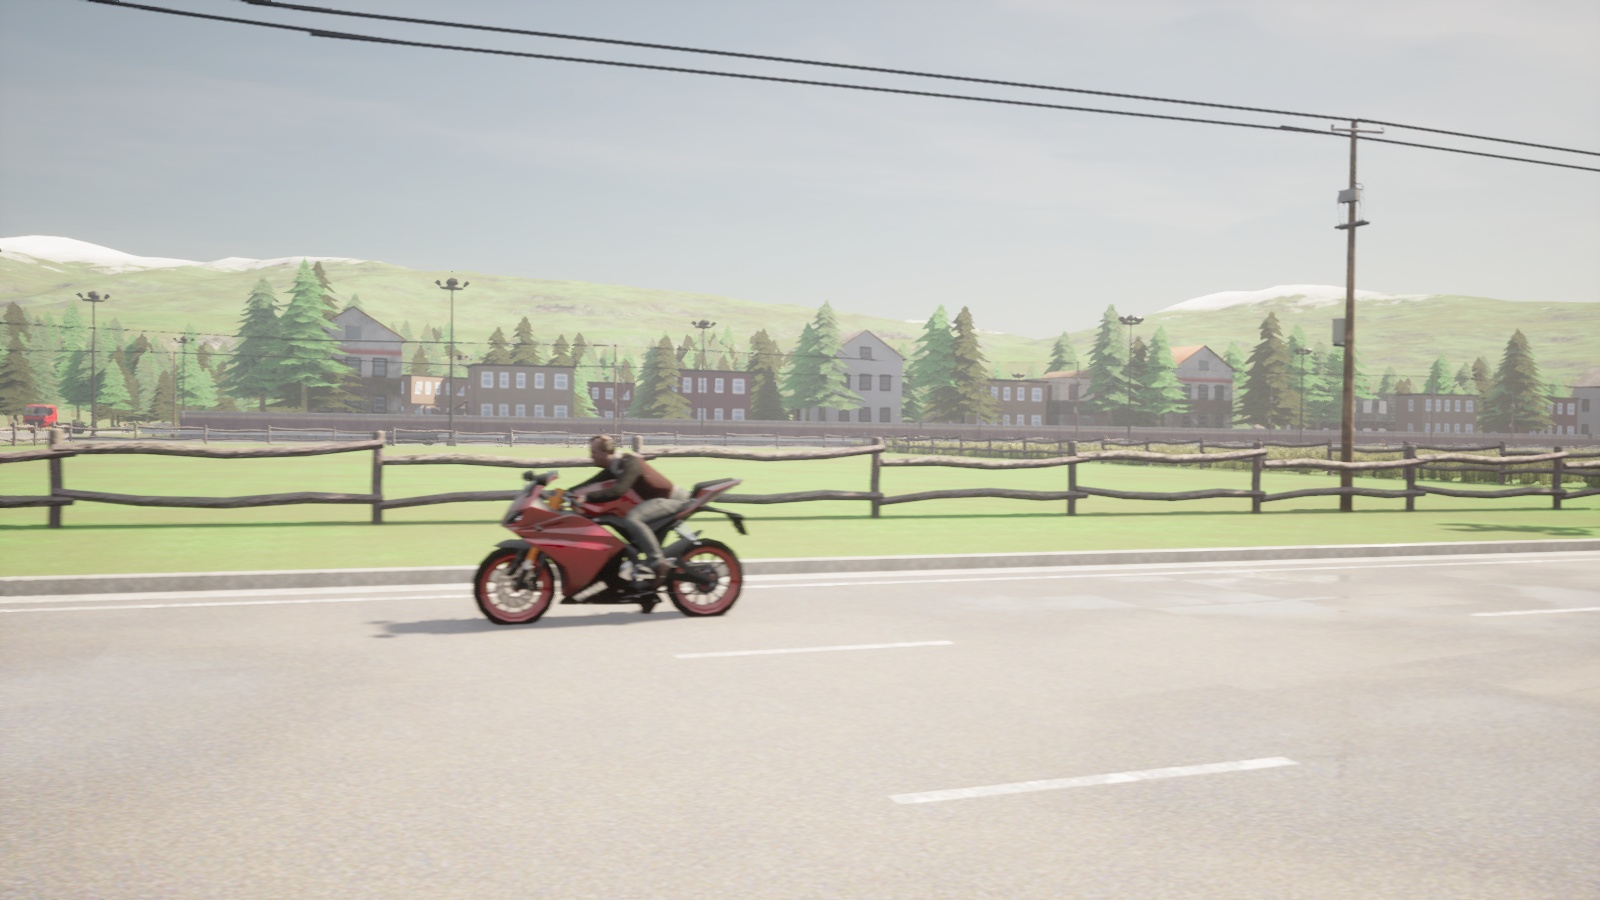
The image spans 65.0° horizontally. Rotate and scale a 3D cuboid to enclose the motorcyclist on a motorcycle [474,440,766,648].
[{"bbox_3d":[-1.461,0.694,10.172,2.191,1.530,0.866,-1,1,-21],"label":"motorcyclist on a motorcycle"}]
